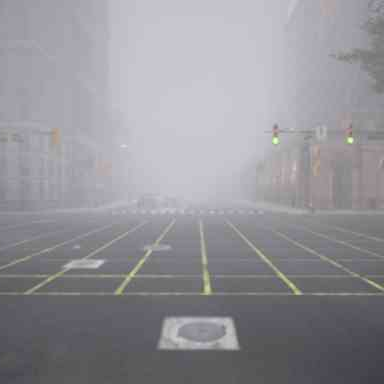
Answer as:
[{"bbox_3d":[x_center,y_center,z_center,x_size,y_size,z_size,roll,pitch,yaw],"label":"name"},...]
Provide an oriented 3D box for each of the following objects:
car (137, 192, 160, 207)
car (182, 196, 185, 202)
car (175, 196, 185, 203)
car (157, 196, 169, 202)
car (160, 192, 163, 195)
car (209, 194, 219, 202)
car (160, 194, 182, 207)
[{"bbox_3d":[-6.423,1.105,47.878,2.150,2.045,5.566,0,0,1],"label":"car"},{"bbox_3d":[-2.701,1.392,57.524,2.033,1.411,5.357,0,0,2],"label":"car"},{"bbox_3d":[-2.414,1.414,67.828,1.895,1.301,4.718,0,0,1],"label":"car"},{"bbox_3d":[-5.903,1.421,68.325,1.895,1.301,4.718,0,0,1],"label":"car"},{"bbox_3d":[-6.181,1.075,58.040,2.150,2.045,5.566,0,0,2],"label":"car"},{"bbox_3d":[4.645,1.143,70.264,2.097,1.767,4.553,0,0,1],"label":"car"},{"bbox_3d":[-2.923,1.365,47.554,2.128,1.511,4.902,0,0,1],"label":"car"}]
